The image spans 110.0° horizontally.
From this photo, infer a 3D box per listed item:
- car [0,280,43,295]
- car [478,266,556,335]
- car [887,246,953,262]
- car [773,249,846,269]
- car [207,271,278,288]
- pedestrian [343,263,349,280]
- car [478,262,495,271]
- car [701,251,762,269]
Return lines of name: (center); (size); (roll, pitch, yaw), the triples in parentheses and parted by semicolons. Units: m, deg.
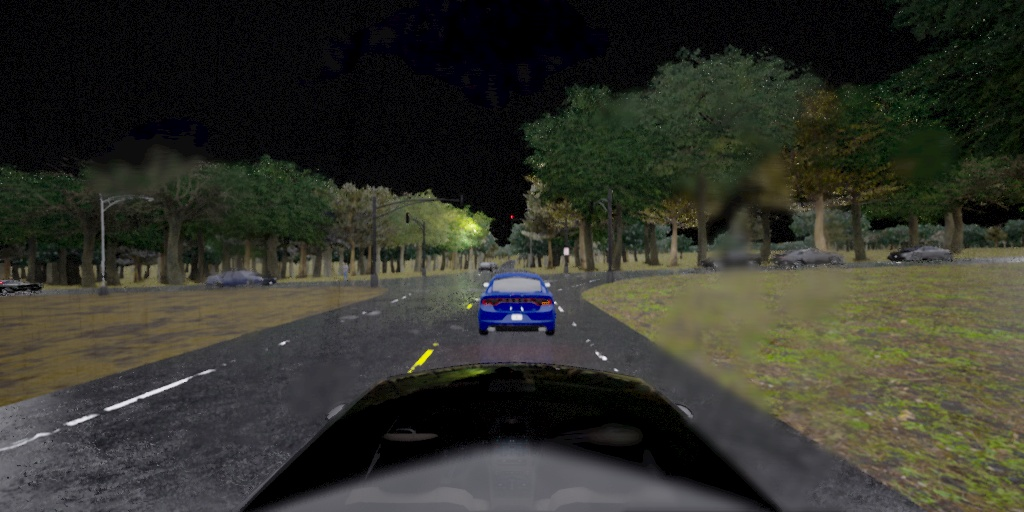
car: (-45.331, 2.792, 32.162); (4.718, 1.301, 1.895); (-2, -1, 3)
car: (0.143, 1.223, 10.514); (1.882, 1.535, 5.008); (0, 0, 1)
car: (36.517, -0.185, 32.180); (4.181, 1.385, 1.994); (-2, -1, 3)
car: (23.977, 0.194, 29.011); (4.902, 1.511, 2.128); (-2, -1, 2)
car: (-23.426, 2.015, 31.152); (5.357, 1.411, 2.033); (-2, -1, 6)
pedestrian: (-17.854, 1.640, 38.478); (0.375, 1.860, 0.375); (0, 1, 3)
car: (-3.845, 1.585, 52.285); (1.882, 1.535, 5.008); (0, -1, 0)
car: (20.053, 0.371, 32.905); (5.008, 1.535, 1.882); (-2, -1, 2)
